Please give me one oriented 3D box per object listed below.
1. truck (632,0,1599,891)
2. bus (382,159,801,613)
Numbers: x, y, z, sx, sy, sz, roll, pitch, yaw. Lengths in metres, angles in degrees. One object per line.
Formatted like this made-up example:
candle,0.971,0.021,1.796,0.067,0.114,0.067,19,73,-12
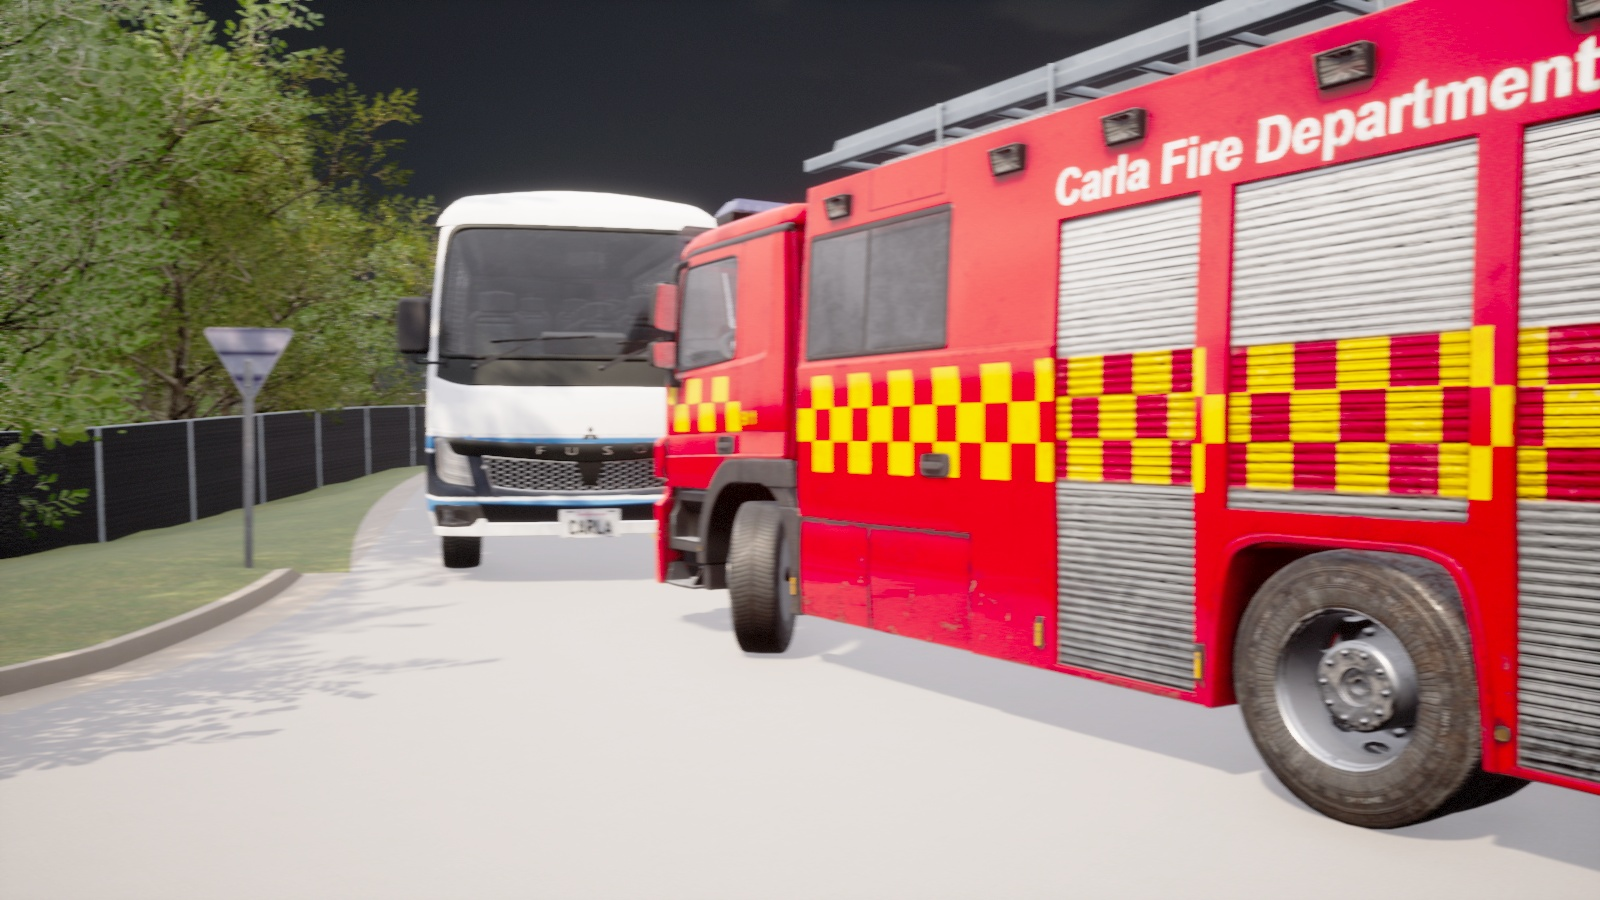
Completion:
truck,2.020,-0.416,8.223,2.891,3.827,8.468,-2,1,-32
bus,-3.107,-0.980,17.206,3.944,4.253,10.273,-2,4,-13
